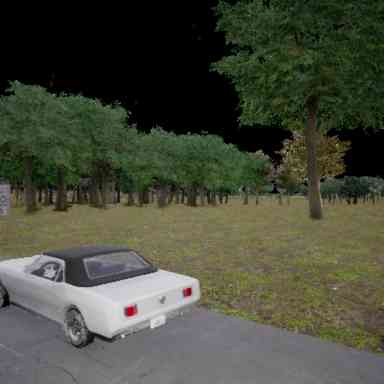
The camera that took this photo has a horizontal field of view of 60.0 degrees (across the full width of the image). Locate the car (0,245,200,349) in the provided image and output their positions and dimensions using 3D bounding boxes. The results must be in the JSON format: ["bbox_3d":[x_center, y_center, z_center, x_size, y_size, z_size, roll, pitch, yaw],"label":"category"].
[{"bbox_3d":[-2.215,1.727,6.524,4.718,1.301,1.895,-1,-2,40],"label":"car"}]
